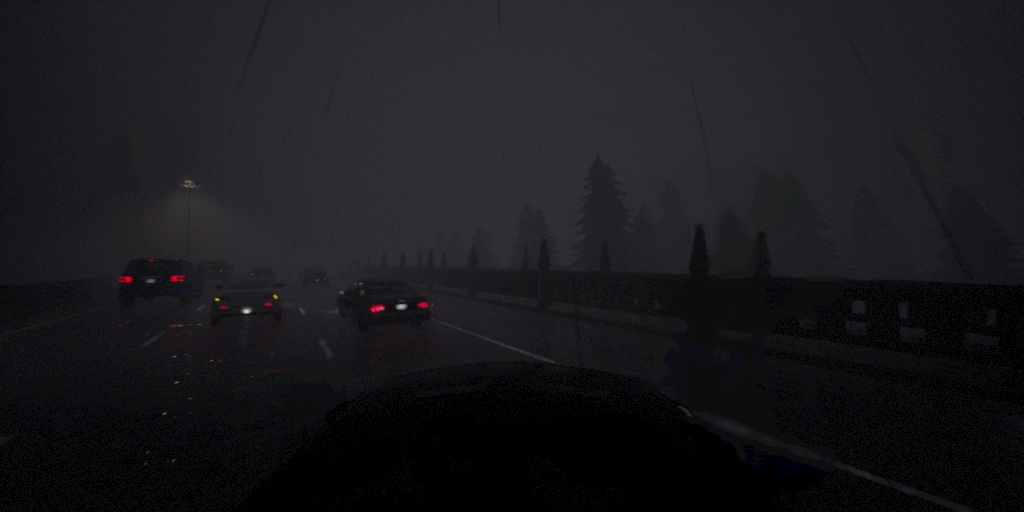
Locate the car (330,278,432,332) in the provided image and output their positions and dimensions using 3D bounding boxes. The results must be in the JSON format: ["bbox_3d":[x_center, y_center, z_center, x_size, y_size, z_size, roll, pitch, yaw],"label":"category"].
[{"bbox_3d":[-4.339,1.434,11.650,2.033,1.411,5.357,0,-1,-34],"label":"car"}]

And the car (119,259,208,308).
[{"bbox_3d":[-16.359,1.187,16.990,2.150,2.045,5.566,0,-2,-34],"label":"car"}]

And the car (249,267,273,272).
[{"bbox_3d":[-21.780,1.703,31.338,1.837,1.490,4.892,0,-1,-34],"label":"car"}]

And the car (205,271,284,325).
[{"bbox_3d":[-9.237,1.432,12.665,1.812,1.442,4.674,0,-1,-34],"label":"car"}]

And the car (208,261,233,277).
[{"bbox_3d":[-26.026,1.474,31.394,2.150,2.045,5.566,0,-2,-34],"label":"car"}]

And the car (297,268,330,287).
[{"bbox_3d":[-15.932,1.653,28.888,1.812,1.442,4.674,0,-1,-34],"label":"car"}]
